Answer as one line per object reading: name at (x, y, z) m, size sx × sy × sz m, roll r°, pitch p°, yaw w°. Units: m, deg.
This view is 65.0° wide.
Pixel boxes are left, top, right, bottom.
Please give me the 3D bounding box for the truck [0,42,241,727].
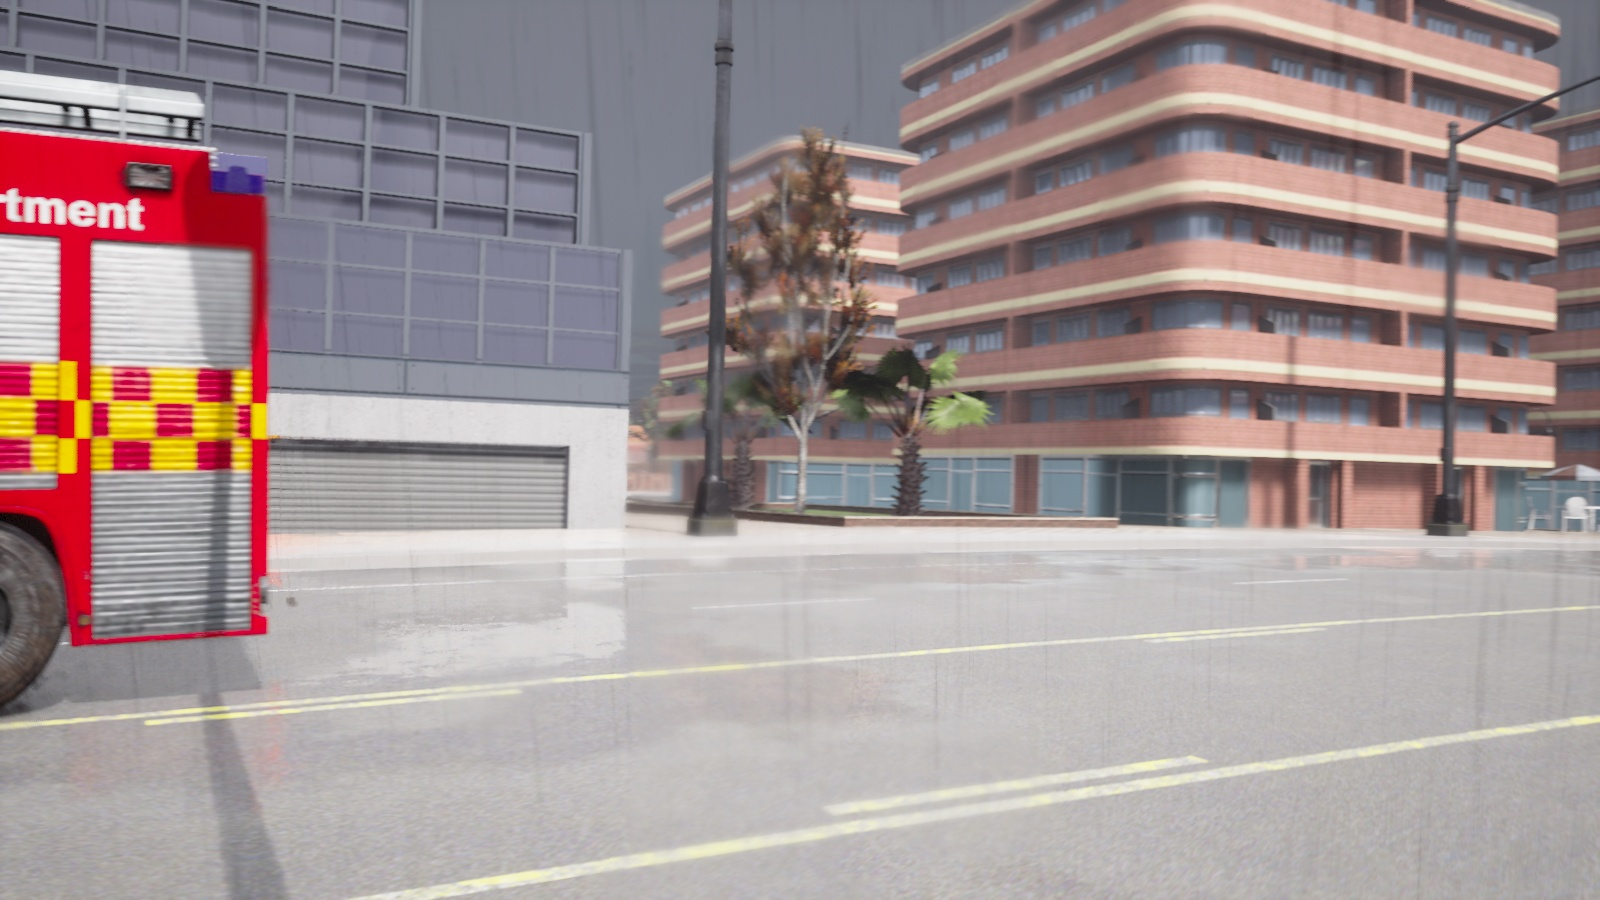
truck at (-7.809, -0.349, 6.941) m, size 8.468 × 3.827 × 2.891 m, roll 0°, pitch 0°, yaw -27°
